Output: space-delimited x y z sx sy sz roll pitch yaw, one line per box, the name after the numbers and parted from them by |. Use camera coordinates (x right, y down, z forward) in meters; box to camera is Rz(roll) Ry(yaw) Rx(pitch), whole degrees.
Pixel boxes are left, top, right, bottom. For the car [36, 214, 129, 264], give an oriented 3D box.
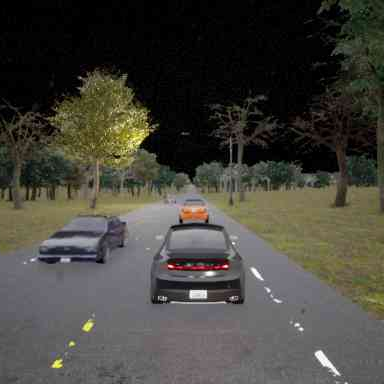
-3.576 1.539 12.062 2.033 1.411 5.357 0 0 0 | car

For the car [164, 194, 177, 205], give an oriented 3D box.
-3.395 1.135 53.967 2.128 1.511 4.902 0 0 0 | car

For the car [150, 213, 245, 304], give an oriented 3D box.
0.116 1.502 8.112 1.837 1.490 4.892 0 0 0 | car

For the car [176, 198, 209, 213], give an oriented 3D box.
0.149 1.320 25.050 2.097 1.767 4.553 0 0 0 | car
